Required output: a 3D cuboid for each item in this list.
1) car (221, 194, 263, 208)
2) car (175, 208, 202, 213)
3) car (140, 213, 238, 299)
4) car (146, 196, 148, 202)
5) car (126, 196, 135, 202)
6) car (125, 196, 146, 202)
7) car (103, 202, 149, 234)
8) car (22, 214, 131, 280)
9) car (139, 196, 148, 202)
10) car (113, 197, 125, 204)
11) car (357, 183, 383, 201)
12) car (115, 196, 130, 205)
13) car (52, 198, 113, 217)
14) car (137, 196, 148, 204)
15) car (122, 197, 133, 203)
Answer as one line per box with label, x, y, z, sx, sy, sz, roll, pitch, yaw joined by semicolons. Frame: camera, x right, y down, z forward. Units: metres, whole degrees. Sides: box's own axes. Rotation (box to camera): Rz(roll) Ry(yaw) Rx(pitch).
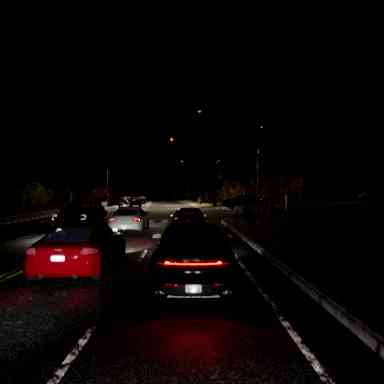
car;5.660;1.023;37.875;4.674;1.442;1.812;-3;0;-6
car;-0.179;1.555;17.853;2.033;1.411;5.357;0;0;-2
car;0.013;1.506;8.446;1.837;1.490;4.892;0;0;0
car;-9.588;1.663;61.081;1.994;1.385;4.181;0;0;-5
car;-15.170;1.779;81.953;1.895;1.301;4.718;0;0;-8
car;-8.811;1.561;52.228;2.128;1.511;4.902;0;0;-5
car;-3.478;1.534;18.722;1.812;1.442;4.674;0;0;-3
car;-3.259;1.566;9.978;1.994;1.385;4.181;0;0;-1
car;-11.795;1.704;81.194;2.128;1.511;4.902;0;0;-7
car;-12.127;1.597;52.893;1.812;1.442;4.674;0;0;-5
car;22.267;-0.040;38.780;5.566;2.045;2.150;-3;0;-3
car;-12.928;1.594;61.982;2.128;1.511;4.902;0;0;-5
car;-6.575;1.360;19.817;2.097;1.767;4.553;0;0;2
car;-10.555;1.660;71.054;2.128;1.511;4.902;0;0;-6
car;-13.901;1.690;71.708;1.994;1.385;4.181;0;0;-7
